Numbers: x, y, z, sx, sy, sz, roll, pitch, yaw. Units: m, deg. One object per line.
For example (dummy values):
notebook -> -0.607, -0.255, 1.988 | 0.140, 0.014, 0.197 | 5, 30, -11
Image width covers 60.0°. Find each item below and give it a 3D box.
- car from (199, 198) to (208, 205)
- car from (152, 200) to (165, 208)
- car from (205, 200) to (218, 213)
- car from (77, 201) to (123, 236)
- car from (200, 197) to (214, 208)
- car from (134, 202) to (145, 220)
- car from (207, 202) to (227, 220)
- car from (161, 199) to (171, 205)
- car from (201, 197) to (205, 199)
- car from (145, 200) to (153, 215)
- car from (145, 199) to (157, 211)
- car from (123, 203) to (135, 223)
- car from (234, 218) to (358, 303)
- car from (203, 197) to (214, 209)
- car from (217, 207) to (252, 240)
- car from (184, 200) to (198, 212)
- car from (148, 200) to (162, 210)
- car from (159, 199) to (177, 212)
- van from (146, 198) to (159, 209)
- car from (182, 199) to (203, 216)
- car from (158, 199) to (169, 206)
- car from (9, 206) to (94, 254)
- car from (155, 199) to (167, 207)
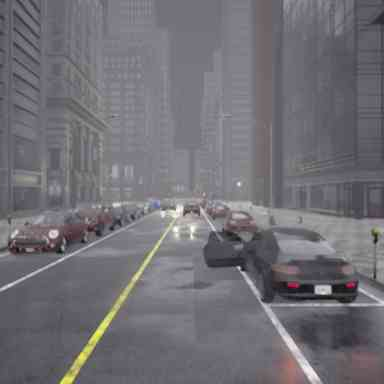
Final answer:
car -> 2.572, 2.125, 75.898 | 1.967, 1.590, 4.097 | 0, -1, 0
car -> -5.910, 2.104, 58.965 | 1.802, 1.307, 4.206 | 0, -1, 0
car -> 2.671, 1.898, 36.446 | 1.802, 1.307, 4.206 | 0, -1, 0
car -> -5.813, 1.483, 19.513 | 2.192, 1.841, 5.009 | 0, 0, 0
car -> 2.613, 1.838, 58.991 | 2.192, 1.841, 5.009 | 0, -1, 0
car -> -5.840, 1.832, 30.783 | 1.947, 1.339, 4.313 | 0, 0, 0
car -> 2.685, 1.848, 30.810 | 1.802, 1.307, 4.206 | 0, -1, 0
car -> -5.953, 2.236, 75.874 | 2.008, 1.369, 4.403 | 0, -1, 0
car -> 2.627, 1.785, 53.355 | 2.192, 1.841, 5.009 | 0, -1, 0
car -> -5.854, 1.866, 36.419 | 2.008, 1.369, 4.403 | 0, -1, 0
car -> -5.868, 1.948, 42.056 | 1.802, 1.307, 4.206 | 0, -1, 0
car -> -5.826, 1.783, 25.147 | 1.947, 1.339, 4.313 | 0, 0, 0
car -> 2.334, 1.597, 8.235 | 1.812, 1.442, 4.674 | 0, -1, 0
car -> 2.656, 1.806, 42.083 | 1.967, 1.590, 4.097 | 0, -1, 0
car -> 2.713, 1.751, 19.537 | 1.802, 1.307, 4.206 | 0, 0, 0
car -> -0.093, 1.907, 46.013 | 1.837, 1.490, 4.892 | 0, -1, 1
car -> -5.896, 1.993, 53.159 | 1.752, 1.417, 4.829 | 0, -1, 0
car -> -3.126, 1.913, 46.288 | 1.837, 1.490, 4.892 | 0, -1, 0
van -> -5.883, 1.758, 47.695 | 1.690, 1.788, 3.998 | 0, -1, 0
car -> -0.016, 1.817, 36.014 | 1.837, 1.490, 4.892 | 0, -1, 0
car -> -5.939, 2.196, 70.238 | 1.947, 1.339, 4.313 | 0, -1, 0
car -> -5.798, 1.560, 13.875 | 1.967, 1.590, 4.097 | 0, 0, 0
car -> -5.925, 2.142, 64.601 | 1.947, 1.339, 4.313 | 0, -1, 0
